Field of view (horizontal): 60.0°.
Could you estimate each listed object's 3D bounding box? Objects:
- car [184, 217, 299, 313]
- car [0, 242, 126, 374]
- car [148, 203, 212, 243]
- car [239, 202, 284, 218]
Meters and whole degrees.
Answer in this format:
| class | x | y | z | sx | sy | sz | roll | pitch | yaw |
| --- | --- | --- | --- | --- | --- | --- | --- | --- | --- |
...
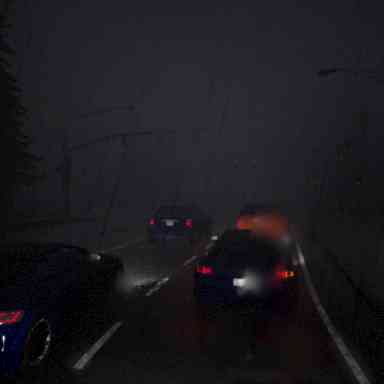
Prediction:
| class | x | y | z | sx | sy | sz | roll | pitch | yaw |
| --- | --- | --- | --- | --- | --- | --- | --- | --- | --- |
| car | 1.326 | 1.541 | 7.746 | 1.994 | 1.385 | 4.181 | 0 | 0 | 13 |
| car | -2.645 | 1.547 | 5.702 | 1.994 | 1.385 | 4.181 | 0 | 0 | 8 |
| car | -0.391 | 1.306 | 15.600 | 2.097 | 1.767 | 4.553 | 0 | 0 | 14 |
| car | 3.354 | 1.304 | 16.143 | 2.097 | 1.767 | 4.553 | 0 | 0 | 14 |
